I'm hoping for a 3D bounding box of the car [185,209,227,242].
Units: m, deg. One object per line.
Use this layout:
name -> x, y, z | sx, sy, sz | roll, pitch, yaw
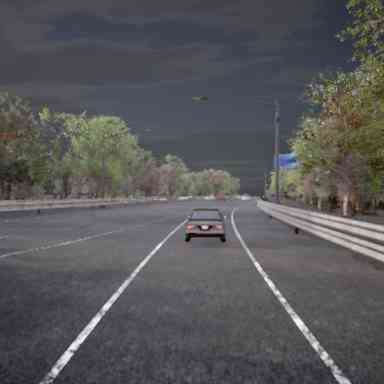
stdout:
car -> 0.703, 1.518, 16.251 | 2.033, 1.411, 5.357 | 0, 0, 4
